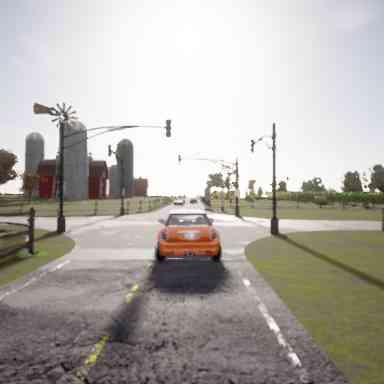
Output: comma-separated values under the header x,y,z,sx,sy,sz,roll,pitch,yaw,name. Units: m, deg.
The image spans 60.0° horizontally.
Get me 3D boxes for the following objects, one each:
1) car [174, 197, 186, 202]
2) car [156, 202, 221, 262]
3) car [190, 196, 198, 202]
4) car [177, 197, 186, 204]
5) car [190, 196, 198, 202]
x,y,z,sx,sy,sz,roll,pitch,yaw,name
-2.488,1.873,62.787,2.033,1.411,5.357,0,0,1,car
-0.222,1.414,12.595,2.097,1.767,4.553,0,0,-4,car
0.380,1.926,77.525,1.812,1.442,4.674,0,0,0,car
-2.367,1.960,78.125,1.994,1.385,4.181,0,0,0,car
0.446,1.854,87.533,1.994,1.385,4.181,0,0,0,car
